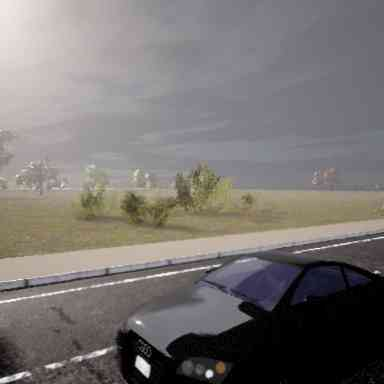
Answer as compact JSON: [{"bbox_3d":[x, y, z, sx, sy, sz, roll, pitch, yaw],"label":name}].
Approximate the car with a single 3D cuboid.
[{"bbox_3d":[1.129,1.557,4.492,4.181,1.385,1.994,0,0,-36],"label":"car"}]
